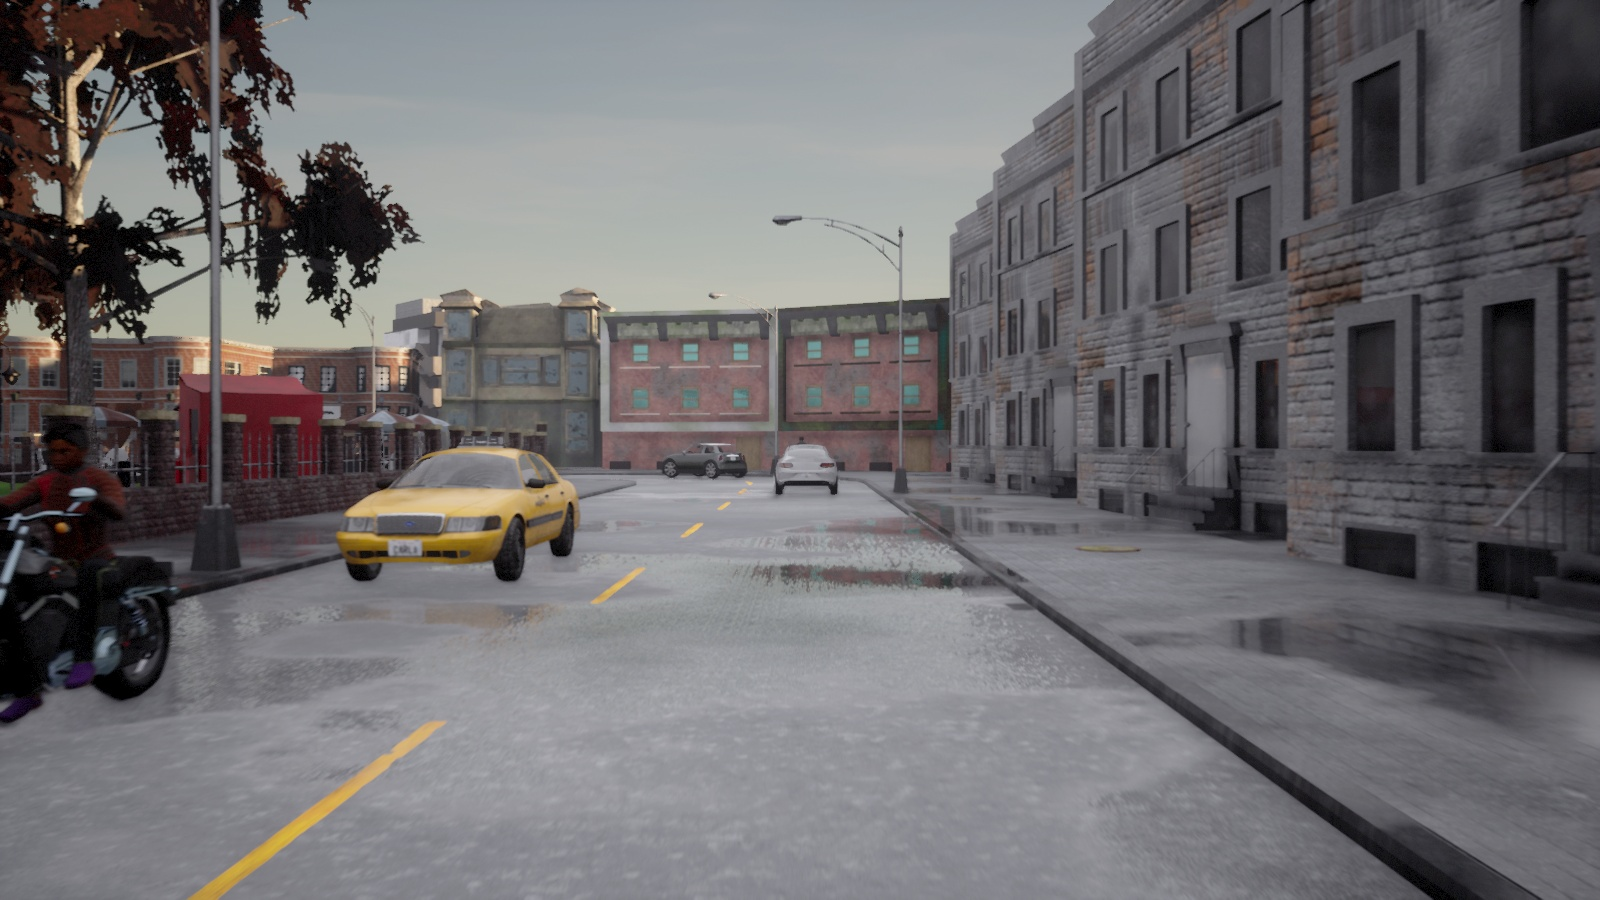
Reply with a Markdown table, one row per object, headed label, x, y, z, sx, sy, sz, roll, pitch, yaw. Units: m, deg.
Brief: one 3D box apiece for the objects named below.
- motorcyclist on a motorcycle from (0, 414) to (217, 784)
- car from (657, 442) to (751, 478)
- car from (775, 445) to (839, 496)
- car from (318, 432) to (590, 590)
| label | x | y | z | sx | sy | sz | roll | pitch | yaw |
| --- | --- | --- | --- | --- | --- | --- | --- | --- | --- |
| motorcyclist on a motorcycle | -3.952 | 0.657 | 6.489 | 0.766 | 1.649 | 2.350 | 0 | 0 | 0 |
| car | -4.140 | 0.407 | 53.881 | 3.806 | 1.475 | 1.970 | 0 | 0 | 42 |
| car | 0.199 | 0.558 | 37.969 | 1.812 | 1.442 | 4.674 | 0 | 0 | 0 |
| car | -3.910 | 0.596 | 15.252 | 1.801 | 1.575 | 5.366 | 0 | 0 | 0 |
